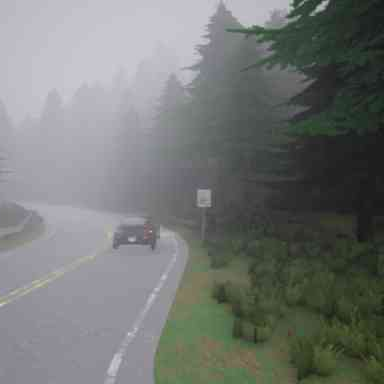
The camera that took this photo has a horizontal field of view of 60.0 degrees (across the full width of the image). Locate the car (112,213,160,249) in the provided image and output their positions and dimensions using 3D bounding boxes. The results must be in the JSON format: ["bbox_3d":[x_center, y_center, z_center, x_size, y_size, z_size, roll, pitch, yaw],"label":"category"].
[{"bbox_3d":[-2.532,1.714,15.607,1.812,1.442,4.674,1,0,-3],"label":"car"}]

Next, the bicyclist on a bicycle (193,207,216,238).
[{"bbox_3d":[0.773,1.503,17.117,1.656,1.620,0.582,-10,3,-7],"label":"bicyclist on a bicycle"}]

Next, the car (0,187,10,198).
[{"bbox_3d":[-22.572,0.034,37.280,4.892,1.490,1.837,6,0,24],"label":"car"}]
